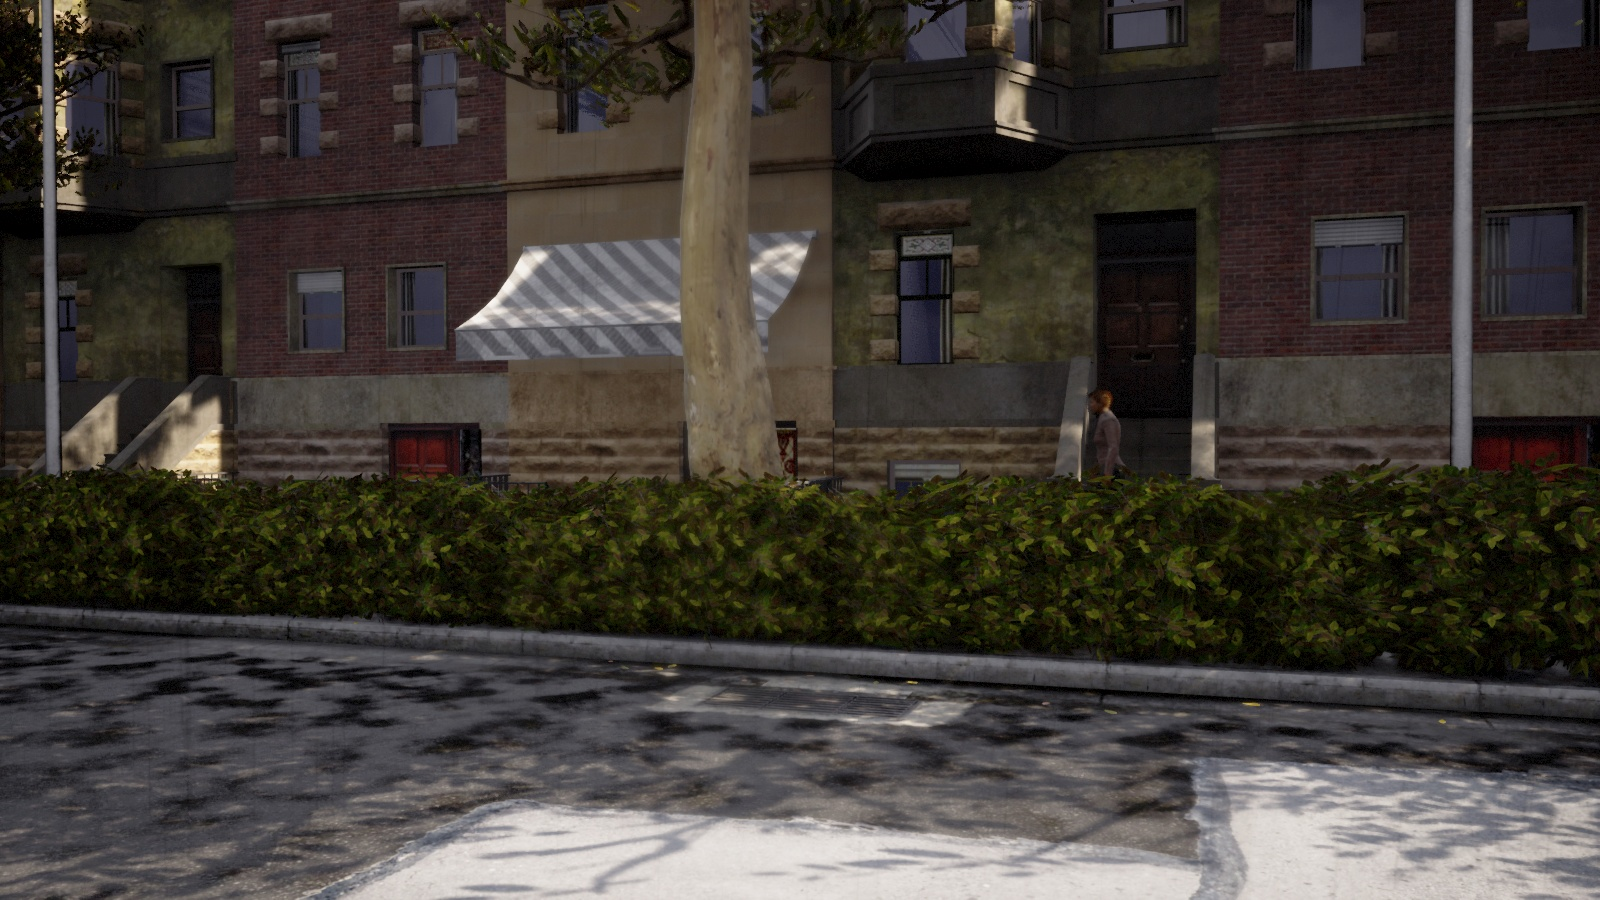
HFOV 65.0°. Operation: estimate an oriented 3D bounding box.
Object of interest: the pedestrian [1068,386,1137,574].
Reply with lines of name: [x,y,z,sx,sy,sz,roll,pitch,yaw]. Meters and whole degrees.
pedestrian: [3.037,0.293,12.604,0.634,1.846,0.331,1,1,19]
